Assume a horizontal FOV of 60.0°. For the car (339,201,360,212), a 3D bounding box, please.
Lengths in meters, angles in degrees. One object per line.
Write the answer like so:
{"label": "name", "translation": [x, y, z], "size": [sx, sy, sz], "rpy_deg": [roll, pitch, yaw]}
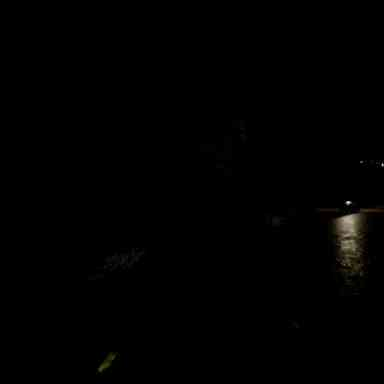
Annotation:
{"label": "car", "translation": [22.425, 2.052, 47.280], "size": [2.163, 1.488, 4.792], "rpy_deg": [-1, -1, 37]}

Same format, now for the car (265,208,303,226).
{"label": "car", "translation": [7.443, 1.910, 26.513], "size": [1.895, 1.301, 4.718], "rpy_deg": [-1, -1, 32]}
